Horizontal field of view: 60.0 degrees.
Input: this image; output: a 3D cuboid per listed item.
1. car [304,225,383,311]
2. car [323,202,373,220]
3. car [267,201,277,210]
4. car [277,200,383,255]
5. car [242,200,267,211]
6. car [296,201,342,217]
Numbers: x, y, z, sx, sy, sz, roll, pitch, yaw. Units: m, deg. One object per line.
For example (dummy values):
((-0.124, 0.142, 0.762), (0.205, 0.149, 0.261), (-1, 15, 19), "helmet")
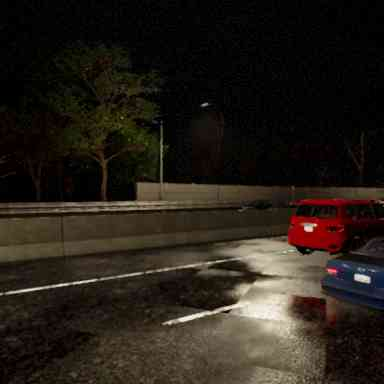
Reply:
((5.071, 1.604, 7.369), (5.357, 1.411, 2.033), (0, 0, -35), "car")
((15.026, 1.764, 31.902), (5.357, 1.411, 2.033), (0, 0, -35), "car")
((11.161, 1.724, 37.737), (4.892, 1.490, 1.837), (1, 0, -35), "car")
((5.947, 1.302, 12.290), (5.566, 2.045, 2.150), (0, 0, -35), "car")
((7.952, 1.733, 39.533), (4.674, 1.442, 1.812), (1, 0, -37), "car")
((13.429, 1.713, 35.056), (4.902, 1.511, 2.128), (1, 0, -35), "car")
